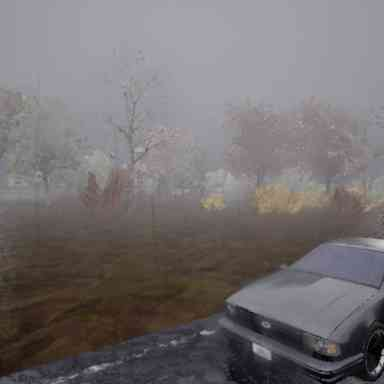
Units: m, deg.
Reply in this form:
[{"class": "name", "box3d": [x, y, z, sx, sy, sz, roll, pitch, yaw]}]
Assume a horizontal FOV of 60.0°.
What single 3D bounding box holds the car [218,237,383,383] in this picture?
[{"class": "car", "box3d": [2.974, 1.534, 5.628, 5.357, 1.411, 2.033, 0, 0, -37]}]
